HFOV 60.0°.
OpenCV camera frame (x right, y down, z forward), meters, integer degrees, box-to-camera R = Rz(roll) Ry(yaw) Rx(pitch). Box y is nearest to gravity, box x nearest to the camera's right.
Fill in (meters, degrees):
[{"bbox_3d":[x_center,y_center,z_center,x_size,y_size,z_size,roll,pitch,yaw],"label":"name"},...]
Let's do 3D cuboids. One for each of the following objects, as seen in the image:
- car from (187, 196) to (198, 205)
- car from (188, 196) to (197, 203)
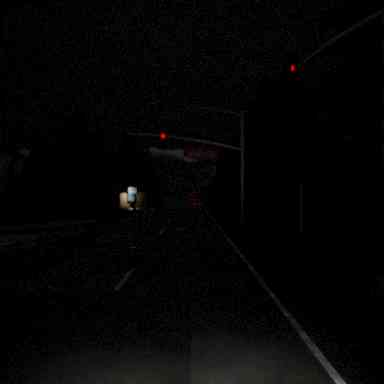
[{"bbox_3d":[0.046,1.565,61.774,1.837,1.490,4.892,0,0,0],"label":"car"},{"bbox_3d":[0.054,1.598,72.188,1.895,1.301,4.718,0,0,0],"label":"car"}]
